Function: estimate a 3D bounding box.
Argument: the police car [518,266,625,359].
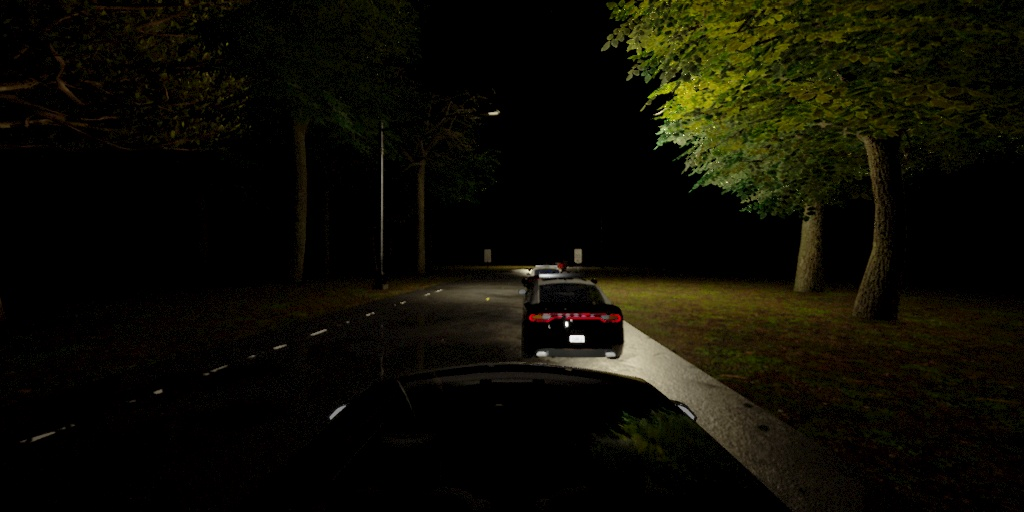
[{"bbox_3d":[1.187,1.193,8.597,1.930,1.638,5.238,0,0,2],"label":"police car"}]

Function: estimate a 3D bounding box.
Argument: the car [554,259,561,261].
[{"bbox_3d":[4.851,1.468,46.423,1.837,1.490,4.892,0,0,13],"label":"car"}]

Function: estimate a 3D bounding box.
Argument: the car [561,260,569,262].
[{"bbox_3d":[7.612,1.419,58.190,2.097,1.767,4.553,0,0,16],"label":"car"}]

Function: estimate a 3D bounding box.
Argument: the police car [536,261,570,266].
[{"bbox_3d":[1.769,1.236,18.456,1.930,1.638,5.238,0,0,5],"label":"police car"}]
